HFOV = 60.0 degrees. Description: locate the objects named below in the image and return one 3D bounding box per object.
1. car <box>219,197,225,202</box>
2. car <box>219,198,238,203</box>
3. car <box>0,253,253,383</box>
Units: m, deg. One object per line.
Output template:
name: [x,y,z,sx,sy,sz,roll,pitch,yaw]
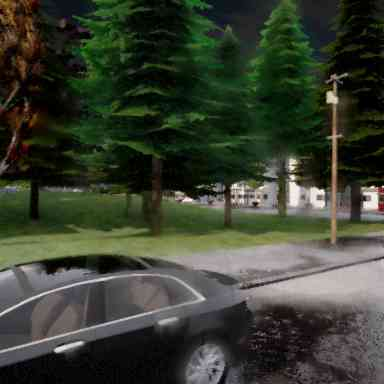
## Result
car: [10.337,2.210,94.268,4.536,1.218,1.853,1,0,-6]
car: [10.387,2.368,94.272,4.974,1.542,2.038,1,0,-6]
car: [-1.494,1.514,3.537,4.892,1.490,1.837,1,-1,-35]
